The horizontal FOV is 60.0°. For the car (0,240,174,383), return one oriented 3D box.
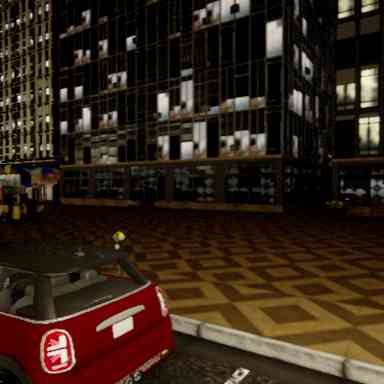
[{"bbox_3d":[-2.328,1.373,4.392,4.097,1.590,1.967,0,1,33],"label":"car"}]
